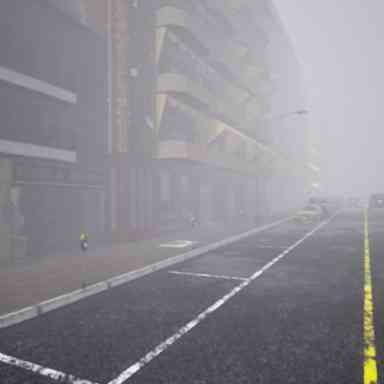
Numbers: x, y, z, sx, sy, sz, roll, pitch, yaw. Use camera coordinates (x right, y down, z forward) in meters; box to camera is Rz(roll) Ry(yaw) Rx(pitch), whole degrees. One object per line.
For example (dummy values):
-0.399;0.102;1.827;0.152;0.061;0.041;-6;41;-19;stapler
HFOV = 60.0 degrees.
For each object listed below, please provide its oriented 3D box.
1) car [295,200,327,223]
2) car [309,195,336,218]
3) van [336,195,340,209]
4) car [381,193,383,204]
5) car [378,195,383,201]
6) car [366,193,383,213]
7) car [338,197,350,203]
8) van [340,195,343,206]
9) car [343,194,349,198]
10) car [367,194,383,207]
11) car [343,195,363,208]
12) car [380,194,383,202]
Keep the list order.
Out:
9.301;1.602;26.345;1.752;1.417;4.829;0;0;27;car
11.926;1.388;31.405;2.192;1.841;5.009;0;0;27;car
17.020;1.412;41.221;1.690;1.788;3.998;0;0;27;van
36.691;1.193;62.102;2.192;1.841;5.009;0;0;27;car
46.884;1.511;81.739;1.802;1.307;4.206;0;0;27;car
20.511;1.145;36.450;2.150;2.045;5.566;-2;-1;28;car
32.305;1.674;70.676;1.947;1.339;4.313;0;0;27;car
19.567;1.415;46.132;1.690;1.788;3.998;0;0;27;van
24.662;1.399;55.949;2.192;1.841;5.009;0;0;27;car
26.970;1.282;48.912;2.097;1.767;4.553;-2;-1;27;car
22.757;1.509;46.756;1.837;1.490;4.892;-2;-1;27;car
41.787;1.340;71.921;1.967;1.590;4.097;0;0;27;car
